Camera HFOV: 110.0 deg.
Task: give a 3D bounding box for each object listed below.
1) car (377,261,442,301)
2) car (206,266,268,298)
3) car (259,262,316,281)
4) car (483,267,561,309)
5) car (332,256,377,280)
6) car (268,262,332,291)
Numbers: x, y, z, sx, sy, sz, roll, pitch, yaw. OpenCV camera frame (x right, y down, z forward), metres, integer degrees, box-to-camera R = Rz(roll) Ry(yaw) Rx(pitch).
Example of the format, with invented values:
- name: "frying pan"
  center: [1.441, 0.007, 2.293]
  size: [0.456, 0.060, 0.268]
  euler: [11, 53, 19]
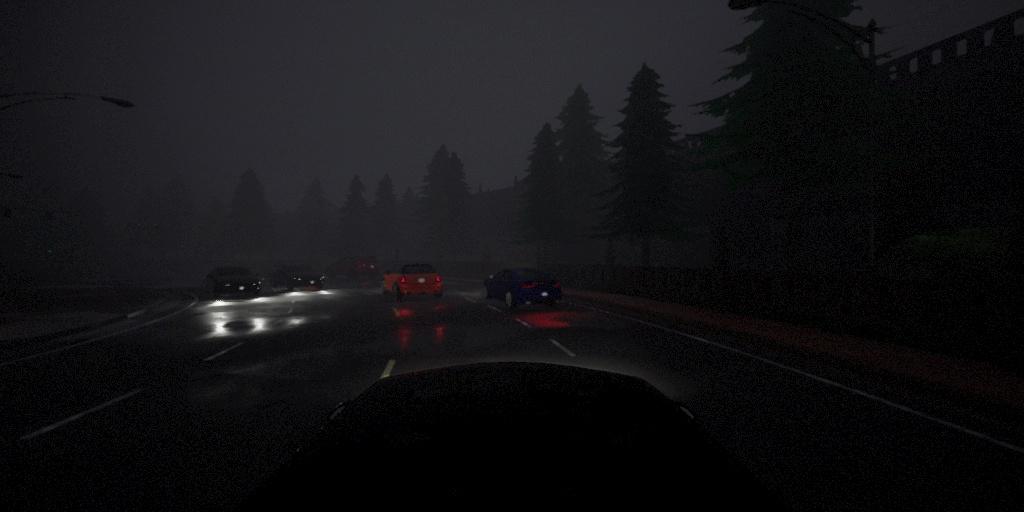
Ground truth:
- name: "car"
  center: [-5.089, 1.105, 17.827]
  size: [2.097, 1.767, 4.553]
  euler: [0, 0, -30]
- name: "car"
  center: [-14.470, 1.266, 18.593]
  size: [4.892, 1.490, 1.837]
  euler: [0, -1, 44]
- name: "car"
  center: [-19.070, 1.269, 30.443]
  size: [4.892, 1.490, 1.837]
  euler: [0, -1, 27]
- name: "car"
  center: [0.232, 1.227, 15.204]
  size: [1.882, 1.535, 5.008]
  euler: [0, 0, -22]
- name: "car"
  center: [-14.133, 0.982, 31.808]
  size: [5.566, 2.045, 2.150]
  euler: [0, 0, 32]
- name: "car"
  center: [-13.343, 1.265, 22.279]
  size: [4.892, 1.490, 1.837]
  euler: [0, -1, 41]
